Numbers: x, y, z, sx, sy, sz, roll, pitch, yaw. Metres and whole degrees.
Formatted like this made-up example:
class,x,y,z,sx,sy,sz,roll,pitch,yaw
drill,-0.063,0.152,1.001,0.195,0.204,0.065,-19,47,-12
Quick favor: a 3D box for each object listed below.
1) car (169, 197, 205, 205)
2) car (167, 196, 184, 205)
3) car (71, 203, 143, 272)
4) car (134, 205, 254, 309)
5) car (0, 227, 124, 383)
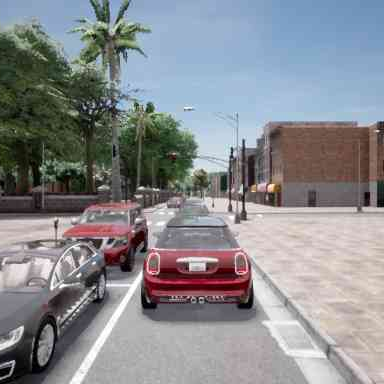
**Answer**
class,x,y,z,sx,sy,sz,roll,pitch,yaw
car,0.075,1.363,17.802,2.097,1.767,4.553,0,0,-1
car,-2.640,1.543,49.102,1.967,1.590,4.097,0,0,0
car,-2.639,1.318,10.953,2.192,1.841,5.009,0,0,0
car,0.098,1.354,8.028,2.097,1.767,4.553,0,0,0
car,-2.638,1.551,5.489,2.008,1.369,4.403,0,0,0
